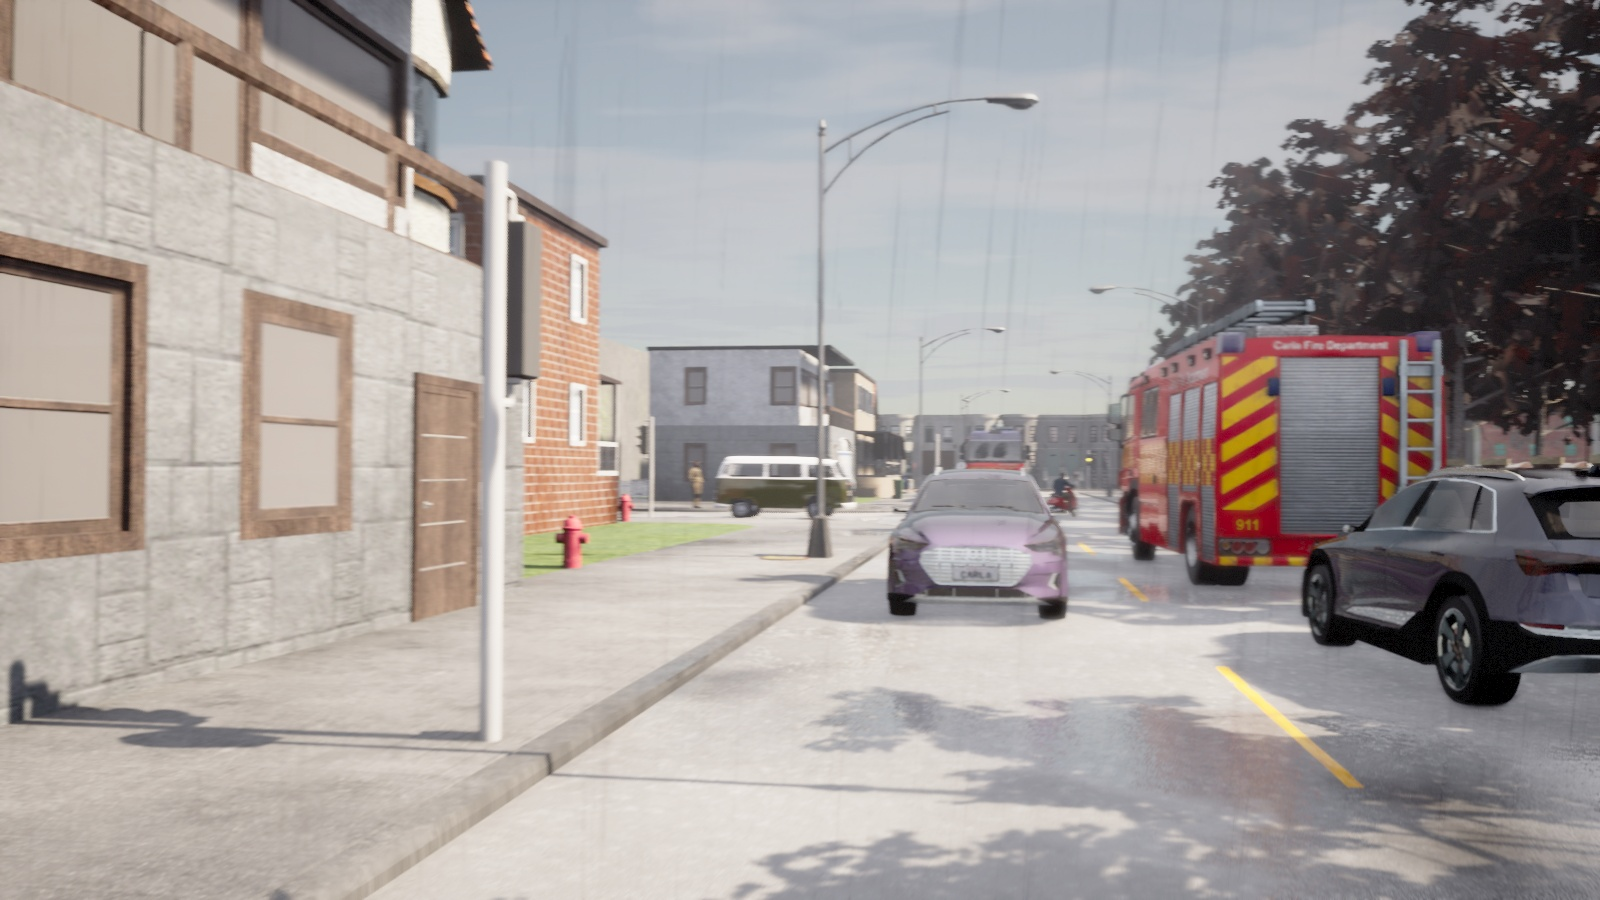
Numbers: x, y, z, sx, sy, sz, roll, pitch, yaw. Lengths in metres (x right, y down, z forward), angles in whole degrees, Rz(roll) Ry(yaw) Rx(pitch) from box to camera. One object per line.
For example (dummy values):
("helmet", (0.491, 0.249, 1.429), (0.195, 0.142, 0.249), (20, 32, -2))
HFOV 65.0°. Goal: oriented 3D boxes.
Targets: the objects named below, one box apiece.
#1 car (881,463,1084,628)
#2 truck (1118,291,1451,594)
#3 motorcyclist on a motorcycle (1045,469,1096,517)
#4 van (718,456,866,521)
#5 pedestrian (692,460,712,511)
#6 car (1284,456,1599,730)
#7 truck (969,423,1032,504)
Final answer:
("car", (2.229, 0.995, 15.131), (2.033, 1.649, 4.856), (0, -1, 9))
("truck", (7.219, -0.024, 20.220), (2.891, 3.827, 8.468), (0, -1, 6))
("motorcyclist on a motorcycle", (9.368, 1.482, 43.490), (0.866, 1.590, 1.817), (-4, -3, 44))
("van", (-0.228, 1.223, 40.649), (4.480, 2.038, 2.069), (0, -1, 9))
("pedestrian", (-3.739, 1.340, 48.054), (0.692, 1.930, 0.396), (-1, -1, 42))
("car", (5.588, 0.901, 9.938), (2.033, 1.649, 4.856), (0, -1, 5))
("truck", (10.173, 0.701, 63.655), (2.891, 3.827, 8.468), (0, -1, 9))
